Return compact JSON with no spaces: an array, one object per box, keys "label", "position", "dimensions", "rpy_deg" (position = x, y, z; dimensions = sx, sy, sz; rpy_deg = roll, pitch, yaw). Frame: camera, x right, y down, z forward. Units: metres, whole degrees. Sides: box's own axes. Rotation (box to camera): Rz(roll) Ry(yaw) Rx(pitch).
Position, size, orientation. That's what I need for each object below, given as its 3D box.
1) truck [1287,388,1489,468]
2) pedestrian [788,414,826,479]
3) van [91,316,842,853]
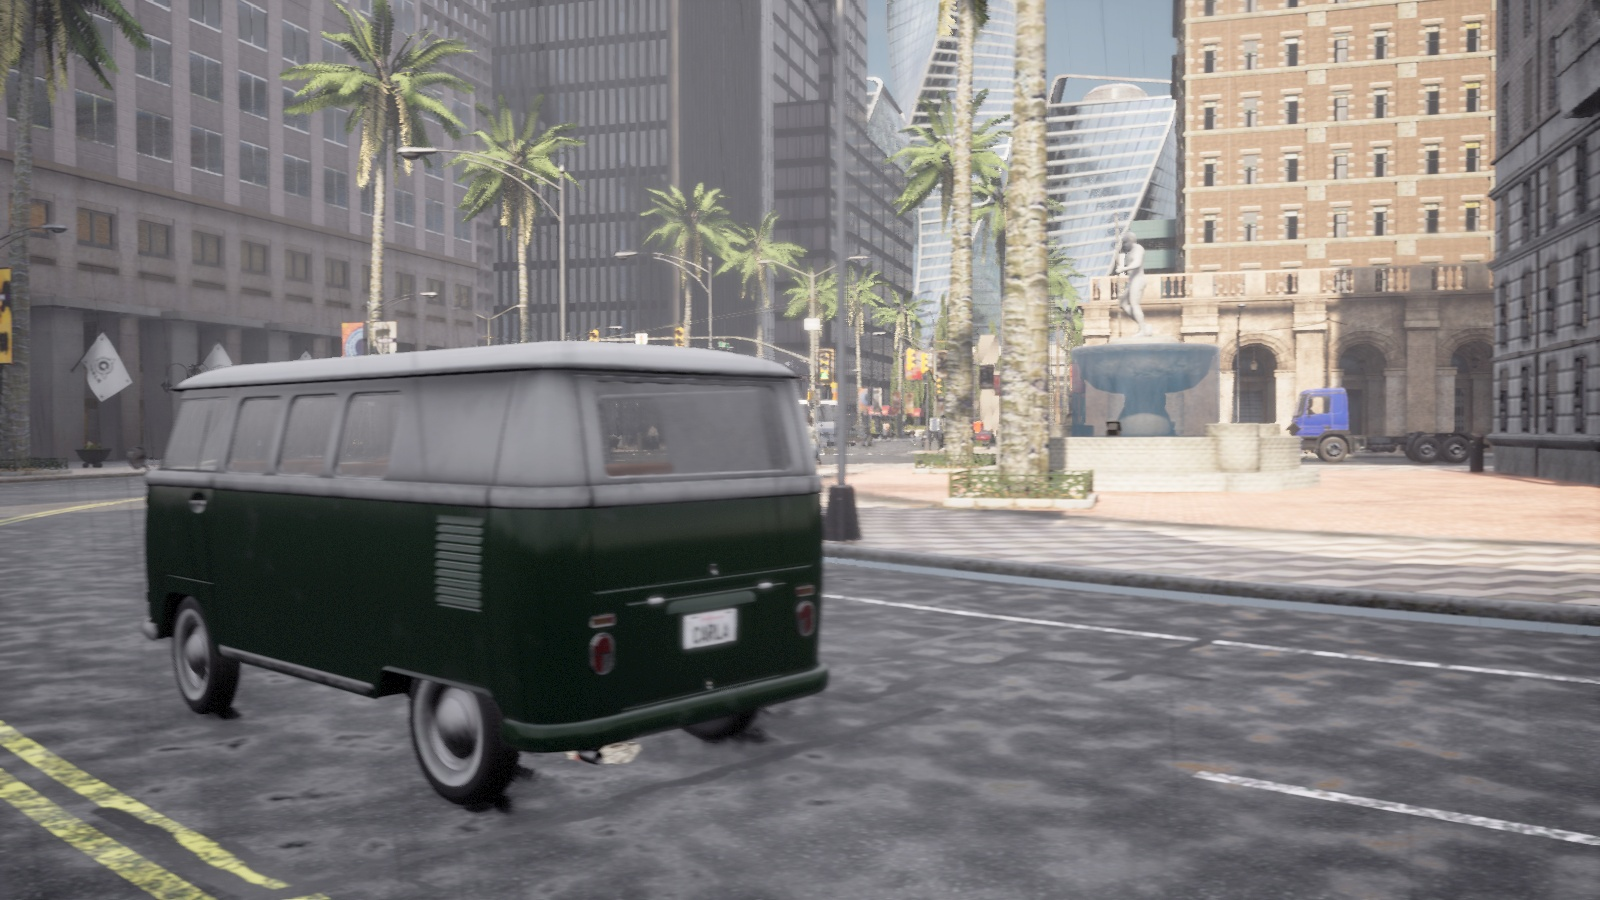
[{"label":"truck","position":[26.483,-1.004,57.022],"dimensions":[7.936,3.462,2.891],"rpy_deg":[0,1,17]},{"label":"pedestrian","position":[0.204,-0.118,36.407],"dimensions":[0.874,1.855,0.900],"rpy_deg":[0,1,16]},{"label":"van","position":[-2.049,0.459,6.786],"dimensions":[4.442,1.987,1.775],"rpy_deg":[1,1,42]}]
